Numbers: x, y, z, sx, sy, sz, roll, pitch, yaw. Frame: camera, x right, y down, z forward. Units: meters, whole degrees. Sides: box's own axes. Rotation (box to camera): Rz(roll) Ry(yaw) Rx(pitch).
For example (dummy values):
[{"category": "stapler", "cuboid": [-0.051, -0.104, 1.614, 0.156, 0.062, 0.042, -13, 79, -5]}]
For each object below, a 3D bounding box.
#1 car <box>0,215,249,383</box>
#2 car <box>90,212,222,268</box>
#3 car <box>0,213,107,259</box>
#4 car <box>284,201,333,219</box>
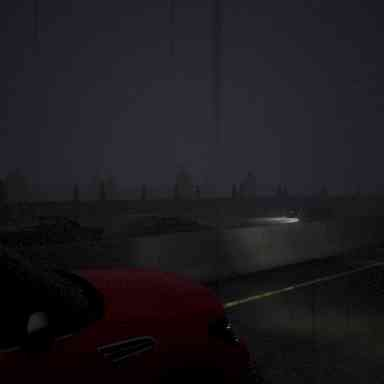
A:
[{"category": "car", "cuboid": [-2.139, 1.224, 2.221, 5.566, 2.045, 2.150, 0, 0, -36]}, {"category": "car", "cuboid": [-1.184, 1.525, 11.720, 4.181, 1.385, 1.994, 0, 0, -35]}, {"category": "car", "cuboid": [-5.877, 1.584, 12.692, 4.718, 1.301, 1.895, 0, 0, -35]}, {"category": "car", "cuboid": [9.627, 1.404, 27.456, 4.181, 1.385, 1.994, 0, 0, -31]}]
